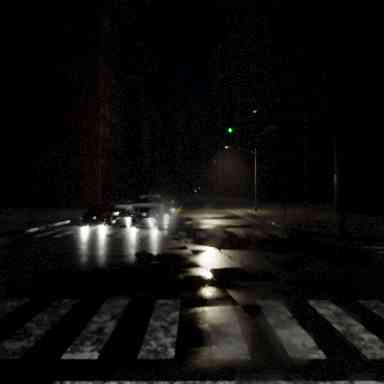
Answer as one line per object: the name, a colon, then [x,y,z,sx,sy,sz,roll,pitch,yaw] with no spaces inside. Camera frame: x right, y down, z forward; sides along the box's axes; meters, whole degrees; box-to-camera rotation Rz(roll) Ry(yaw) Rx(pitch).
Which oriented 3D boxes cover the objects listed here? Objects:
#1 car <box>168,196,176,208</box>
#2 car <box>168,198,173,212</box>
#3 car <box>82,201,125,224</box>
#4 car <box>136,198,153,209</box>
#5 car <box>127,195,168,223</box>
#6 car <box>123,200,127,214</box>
car: [-3.443,1.426,48.203,2.097,1.767,4.553,0,0,0]
car: [-3.422,1.655,36.749,1.895,1.301,4.718,0,0,0]
car: [-6.644,1.599,24.740,1.994,1.385,4.181,0,0,1]
car: [-6.710,1.637,47.358,1.994,1.385,4.181,0,0,-1]
car: [-3.405,1.260,26.440,2.150,2.045,5.566,0,0,0]
car: [-6.671,1.575,33.223,1.812,1.442,4.674,0,0,0]
